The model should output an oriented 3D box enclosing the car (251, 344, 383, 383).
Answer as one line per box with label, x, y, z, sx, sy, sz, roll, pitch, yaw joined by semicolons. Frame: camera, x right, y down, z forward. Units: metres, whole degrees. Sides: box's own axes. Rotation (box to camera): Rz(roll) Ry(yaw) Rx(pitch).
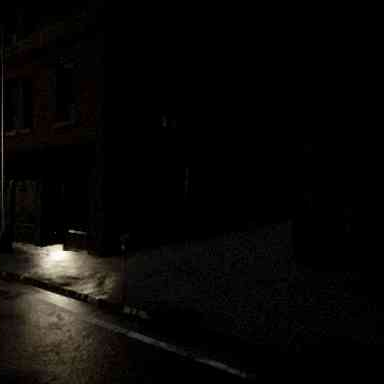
car;2.340;1.539;1.413;4.507;1.381;1.887;1;1;35
